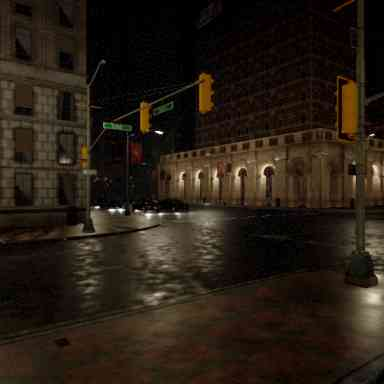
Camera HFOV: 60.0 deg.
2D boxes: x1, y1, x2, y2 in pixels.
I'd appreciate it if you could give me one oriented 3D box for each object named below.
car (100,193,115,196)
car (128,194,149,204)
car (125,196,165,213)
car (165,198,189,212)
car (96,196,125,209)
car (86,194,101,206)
[{"bbox_3d":[-14.117,1.221,56.016,2.150,2.045,5.566,0,0,-35],"label":"car"},{"bbox_3d":[-9.982,1.352,62.357,2.097,1.767,4.553,0,0,-35],"label":"car"},{"bbox_3d":[-5.318,1.505,37.467,1.837,1.490,4.892,0,0,-36],"label":"car"},{"bbox_3d":[-2.273,1.477,39.231,1.882,1.535,5.008,0,0,-36],"label":"car"},{"bbox_3d":[-11.124,1.564,45.597,1.994,1.385,4.181,0,0,-35],"label":"car"},{"bbox_3d":[-16.990,1.477,53.987,1.882,1.535,5.008,0,0,-35],"label":"car"}]
